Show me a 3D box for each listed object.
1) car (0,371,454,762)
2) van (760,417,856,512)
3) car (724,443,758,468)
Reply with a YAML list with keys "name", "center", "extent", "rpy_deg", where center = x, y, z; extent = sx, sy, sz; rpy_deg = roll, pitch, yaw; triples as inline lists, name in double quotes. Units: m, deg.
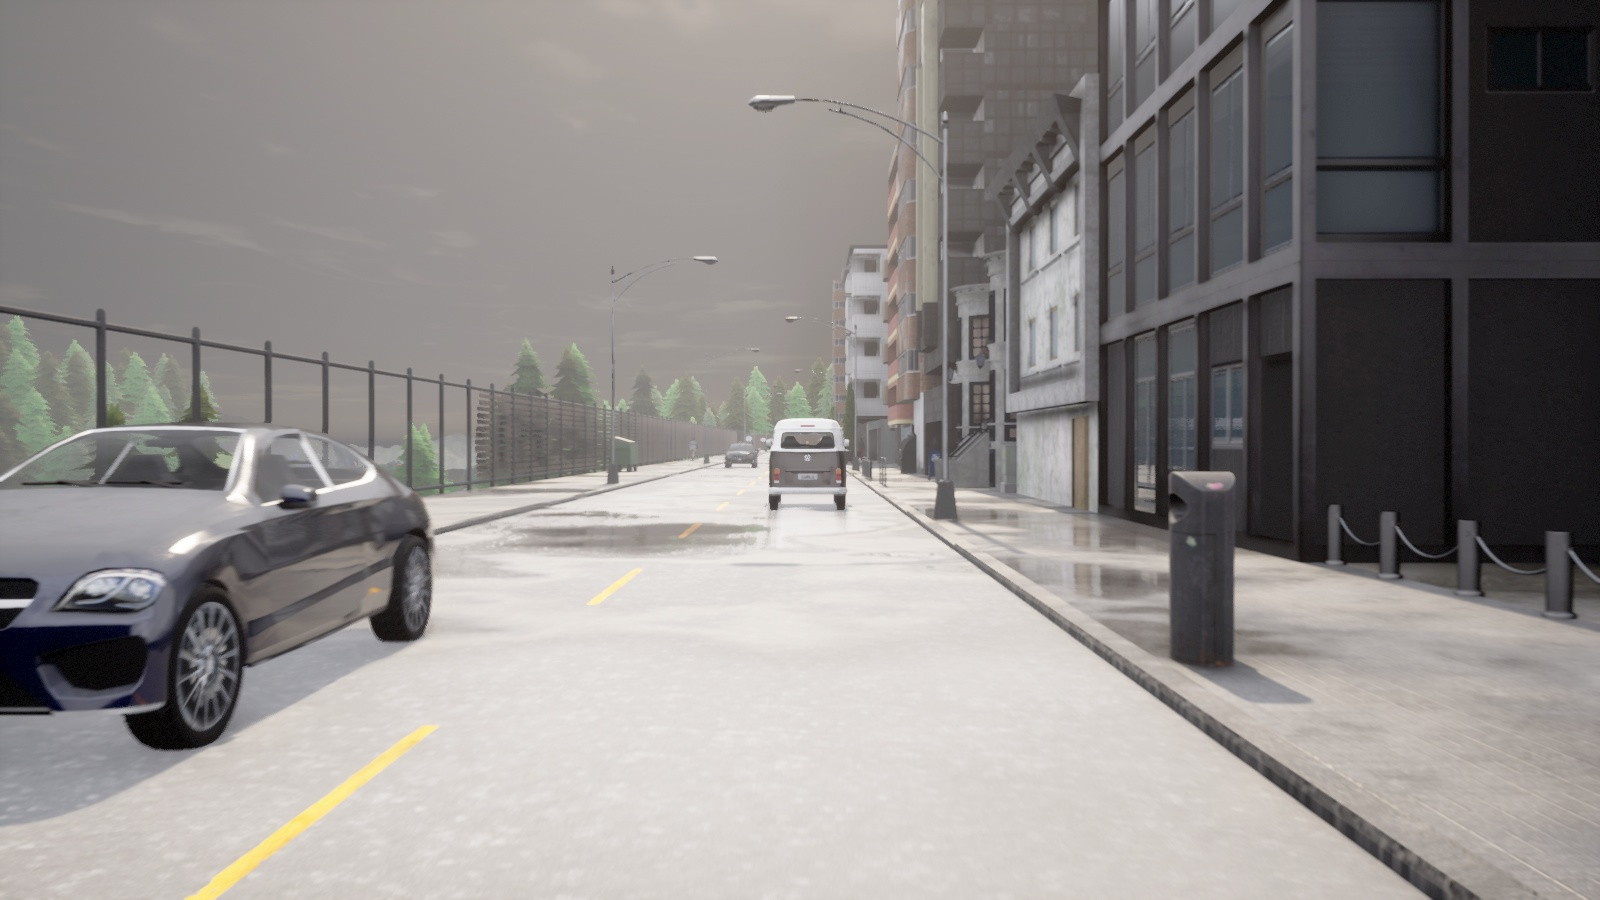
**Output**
- name: "car"
  center: [-3.940, 0.478, 7.827]
  extent: [2.152, 1.651, 5.027]
  rpy_deg: [0, 0, 0]
- name: "van"
  center: [0.179, 0.304, 29.386]
  extent: [2.069, 2.038, 4.480]
  rpy_deg: [0, 0, 0]
- name: "car"
  center: [-3.561, 0.321, 76.190]
  extent: [1.837, 1.490, 4.892]
  rpy_deg: [0, 0, 0]
